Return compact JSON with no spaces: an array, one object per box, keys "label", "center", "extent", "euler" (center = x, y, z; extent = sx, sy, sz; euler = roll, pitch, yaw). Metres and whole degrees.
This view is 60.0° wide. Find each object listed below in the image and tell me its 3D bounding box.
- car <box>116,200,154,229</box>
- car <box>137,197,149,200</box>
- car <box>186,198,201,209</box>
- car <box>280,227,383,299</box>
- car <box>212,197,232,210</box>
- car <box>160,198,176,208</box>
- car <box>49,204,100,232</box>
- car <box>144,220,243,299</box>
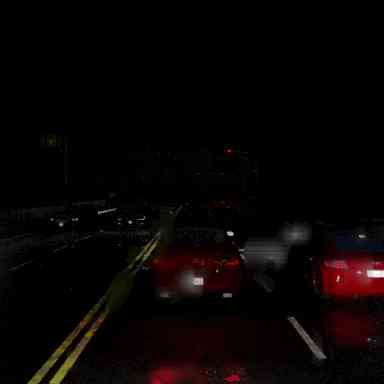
[{"label":"car","center":[-3.555,1.505,21.510],"extent":[1.837,1.490,4.892],"euler":[0,0,0]},{"label":"car","center":[-6.949,1.506,47.112],"extent":[1.837,1.490,4.892],"euler":[0,-1,1]},{"label":"car","center":[0.197,1.547,44.807],"extent":[2.033,1.411,5.357],"euler":[0,0,0]},{"label":"car","center":[3.639,1.564,8.491],"extent":[1.994,1.385,4.181],"euler":[0,0,1]},{"label":"car","center":[3.712,1.353,41.897],"extent":[2.097,1.767,4.553],"euler":[0,0,0]},{"label":"car","center":[-3.438,1.565,48.044],"extent":[1.994,1.385,4.181],"euler":[0,0,1]},{"label":"car","center":[-7.056,1.491,20.391],"extent":[2.128,1.511,4.902],"euler":[0,0,0]},{"label":"car","center":[0.100,1.478,8.540],"extent":[1.882,1.535,5.008],"euler":[0,0,0]}]
